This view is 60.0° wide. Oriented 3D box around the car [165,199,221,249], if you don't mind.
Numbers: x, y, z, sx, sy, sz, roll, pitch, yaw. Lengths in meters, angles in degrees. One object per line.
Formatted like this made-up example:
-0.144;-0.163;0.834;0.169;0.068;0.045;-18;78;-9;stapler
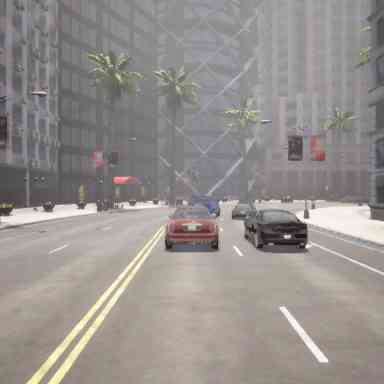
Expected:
0.000;1.366;14.620;2.097;1.767;4.553;0;0;0;car

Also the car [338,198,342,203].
31.650;1.512;66.319;4.902;1.511;2.128;0;0;-8;car

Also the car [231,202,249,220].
4.505;1.572;28.407;1.994;1.385;4.181;0;0;13;car

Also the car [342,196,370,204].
31.668;1.475;62.801;4.892;1.490;1.837;0;0;-8;car

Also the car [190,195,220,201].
1.098;1.258;29.209;2.150;2.045;5.566;0;0;13;car

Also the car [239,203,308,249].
3.500;1.485;14.650;1.882;1.535;5.008;0;0;0;car
